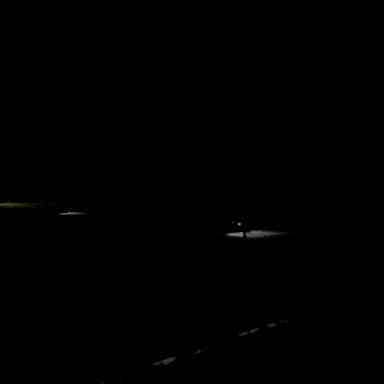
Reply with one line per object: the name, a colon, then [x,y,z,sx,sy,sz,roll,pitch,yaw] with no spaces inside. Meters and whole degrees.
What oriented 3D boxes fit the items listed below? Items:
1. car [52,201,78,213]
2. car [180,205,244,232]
car: [-15.787,1.849,41.209,1.994,1.385,4.181,0,-1,-40]
car: [1.191,1.647,21.261,1.837,1.490,4.892,0,0,-40]
